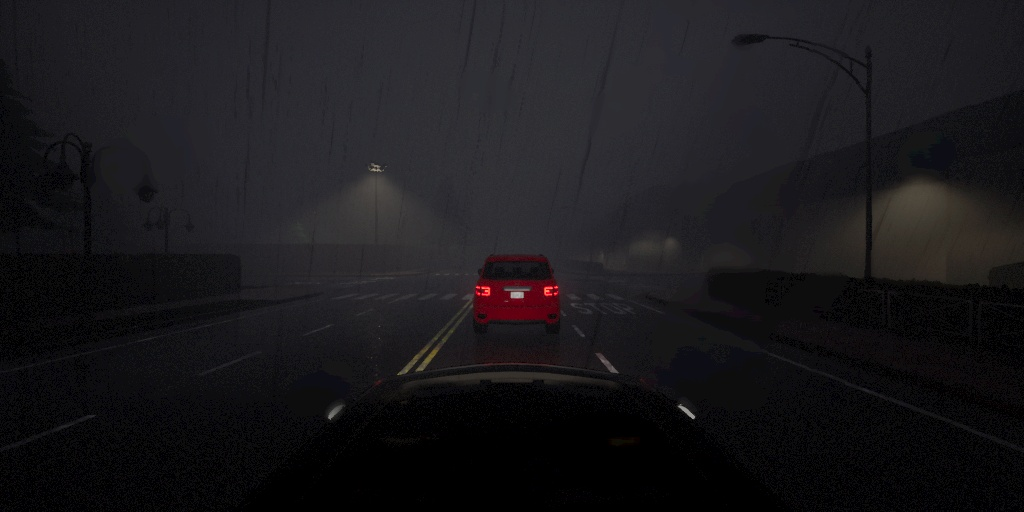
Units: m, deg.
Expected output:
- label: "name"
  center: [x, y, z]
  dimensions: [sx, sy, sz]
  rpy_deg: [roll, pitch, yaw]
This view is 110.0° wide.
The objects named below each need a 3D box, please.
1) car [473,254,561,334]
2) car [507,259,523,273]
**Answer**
- label: "car"
  center: [0.122, 0.971, 10.749]
  dimensions: [2.150, 2.045, 5.566]
  rpy_deg: [0, 0, 0]
- label: "car"
  center: [0.360, 1.228, 45.602]
  dimensions: [1.882, 1.535, 5.008]
  rpy_deg: [0, 0, 1]
